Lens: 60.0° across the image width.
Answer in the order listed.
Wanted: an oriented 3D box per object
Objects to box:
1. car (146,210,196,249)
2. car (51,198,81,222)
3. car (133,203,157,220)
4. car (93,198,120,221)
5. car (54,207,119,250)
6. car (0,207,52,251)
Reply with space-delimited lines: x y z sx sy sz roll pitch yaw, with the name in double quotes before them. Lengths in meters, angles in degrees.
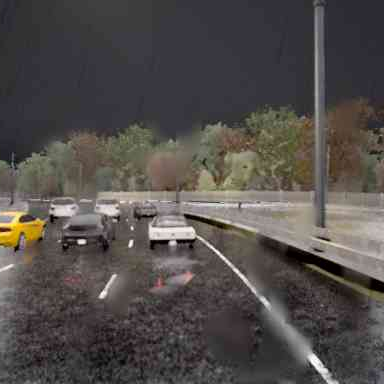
"car" -1.053 1.751 15.379 1.895 1.301 4.718 0 -1 -8
"car" -11.109 1.506 29.278 2.150 2.045 5.566 0 0 -16
"car" -4.454 1.800 31.441 2.128 1.511 4.902 0 0 -16
"car" -7.740 1.514 30.228 2.150 2.045 5.566 0 0 -16
"car" -4.552 1.657 15.102 1.837 1.490 4.892 0 0 -8
"car" -8.048 1.626 14.806 1.882 1.535 5.008 0 0 -8
